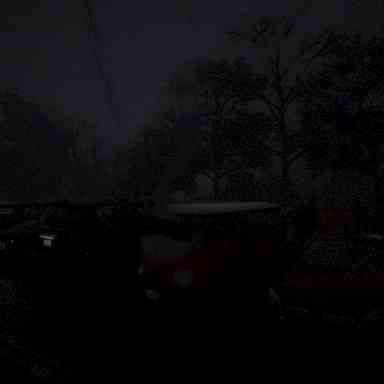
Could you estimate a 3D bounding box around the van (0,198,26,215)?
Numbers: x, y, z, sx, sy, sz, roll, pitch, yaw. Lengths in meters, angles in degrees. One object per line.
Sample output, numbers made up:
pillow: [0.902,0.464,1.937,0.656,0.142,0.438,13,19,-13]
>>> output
van: [-23.143,1.777,41.049,1.878,1.987,4.442,-1,-1,36]

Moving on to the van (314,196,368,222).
van: [8.467,1.236,18.410,1.878,1.987,4.442,0,0,36]

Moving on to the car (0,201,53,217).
car: [-18.715,1.892,37.505,1.946,1.575,5.366,-1,-1,36]

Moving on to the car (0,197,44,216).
car: [-20.845,1.691,39.292,2.435,2.045,5.566,-2,-1,36]

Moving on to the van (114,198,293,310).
van: [0.598,1.237,7.670,1.878,1.987,4.442,0,0,36]

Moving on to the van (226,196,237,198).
van: [1.588,1.297,23.049,1.878,1.987,4.442,-1,-1,36]

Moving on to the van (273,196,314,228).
van: [5.971,1.232,19.911,1.878,1.987,4.442,0,0,36]

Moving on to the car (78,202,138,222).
car: [-7.352,1.688,29.589,2.097,1.535,5.008,-1,-1,36]

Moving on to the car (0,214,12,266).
car: [-3.810,1.515,11.006,2.163,1.488,4.792,0,0,36]

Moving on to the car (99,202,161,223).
car: [-5.100,1.648,27.975,2.231,1.521,4.892,-1,-1,36]

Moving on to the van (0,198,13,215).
van: [-6.159,1.301,12.510,1.878,1.987,4.442,-1,-1,36]

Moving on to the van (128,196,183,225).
van: [-2.779,1.380,26.465,1.878,1.987,4.442,-1,-1,36]

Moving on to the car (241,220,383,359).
car: [2.925,1.507,6.151,2.002,1.452,4.674,0,0,36]

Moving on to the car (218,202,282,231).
car: [3.914,1.482,21.534,2.097,1.535,5.008,-1,-1,36]

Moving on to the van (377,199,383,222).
van: [10.618,1.239,16.870,1.878,1.987,4.442,0,0,36]

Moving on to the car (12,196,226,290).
car: [-1.574,1.209,9.404,2.435,2.045,5.566,0,0,36]

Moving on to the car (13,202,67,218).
car: [-16.361,1.853,36.039,2.231,1.521,4.892,-1,-1,36]

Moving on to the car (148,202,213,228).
car: [-0.699,1.561,24.604,1.946,1.575,5.366,-1,-1,36]

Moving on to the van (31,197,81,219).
van: [-14.040,1.585,34.528,1.878,1.987,4.442,-1,-1,36]
